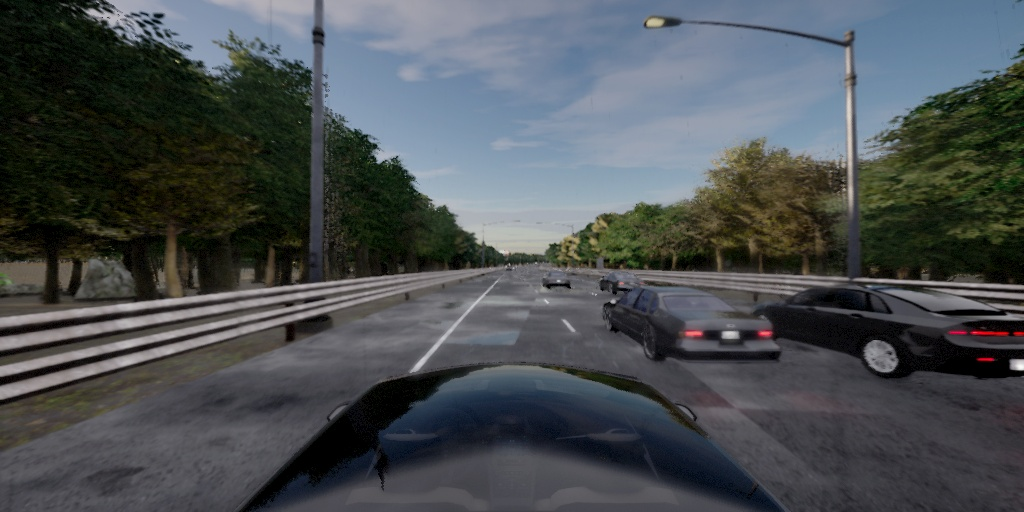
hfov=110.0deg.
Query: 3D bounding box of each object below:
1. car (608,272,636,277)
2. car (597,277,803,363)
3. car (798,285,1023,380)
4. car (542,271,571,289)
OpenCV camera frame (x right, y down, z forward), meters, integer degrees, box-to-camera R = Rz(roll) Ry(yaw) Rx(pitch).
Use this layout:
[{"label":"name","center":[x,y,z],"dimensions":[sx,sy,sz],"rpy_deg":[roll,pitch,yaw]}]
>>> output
[{"label":"car","center":[7.090,1.760,23.750],"dimensions":[2.033,1.411,5.357],"rpy_deg":[0,-2,0]},{"label":"car","center":[3.595,1.393,8.416],"dimensions":[2.033,1.411,5.357],"rpy_deg":[0,-1,0]},{"label":"car","center":[7.092,1.331,7.424],"dimensions":[1.837,1.490,4.892],"rpy_deg":[0,-1,0]},{"label":"car","center":[3.588,1.940,29.500],"dimensions":[1.994,1.385,4.181],"rpy_deg":[0,-2,0]}]
